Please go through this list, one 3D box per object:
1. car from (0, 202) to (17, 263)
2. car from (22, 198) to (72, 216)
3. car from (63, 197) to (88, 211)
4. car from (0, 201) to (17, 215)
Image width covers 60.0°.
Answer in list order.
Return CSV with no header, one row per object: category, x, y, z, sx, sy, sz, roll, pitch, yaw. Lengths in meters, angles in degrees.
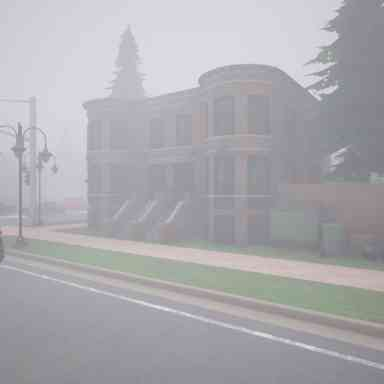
car,-7.366,1.221,9.223,5.566,2.045,2.150,0,0,36
car,-14.647,1.564,33.089,1.994,1.385,4.181,0,0,34
car,-14.678,1.352,39.326,2.097,1.767,4.553,0,0,33
car,-19.670,1.601,31.951,1.895,1.301,4.718,0,0,35
